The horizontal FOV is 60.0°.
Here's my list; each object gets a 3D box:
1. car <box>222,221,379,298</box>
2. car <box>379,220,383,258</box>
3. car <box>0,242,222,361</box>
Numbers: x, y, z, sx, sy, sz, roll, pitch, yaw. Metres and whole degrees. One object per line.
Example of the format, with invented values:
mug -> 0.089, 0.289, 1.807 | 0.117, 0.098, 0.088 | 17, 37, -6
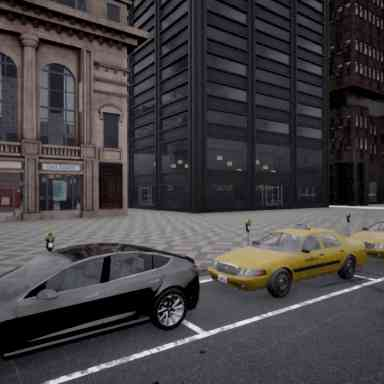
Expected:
car -> 2.611, 1.525, 8.495 | 4.829, 1.417, 1.752 | 0, 0, -35
car -> 7.211, 1.525, 11.760 | 4.829, 1.417, 1.752 | 0, 0, -35
car -> -1.850, 1.566, 5.329 | 4.313, 1.339, 1.947 | 0, 0, -35
